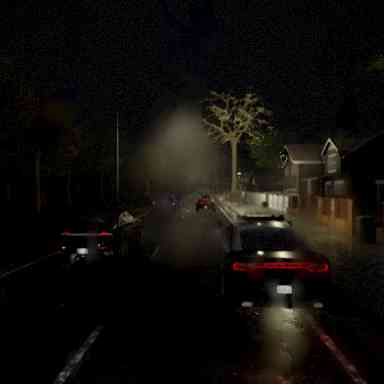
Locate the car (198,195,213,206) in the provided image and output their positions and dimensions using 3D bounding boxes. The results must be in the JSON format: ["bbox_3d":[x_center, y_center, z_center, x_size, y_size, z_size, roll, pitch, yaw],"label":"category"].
[{"bbox_3d":[1.847,1.106,45.388,1.994,1.385,4.181,0,1,1],"label":"car"}]

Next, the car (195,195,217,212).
[{"bbox_3d":[1.418,1.161,33.861,1.837,1.490,4.892,0,1,3],"label":"car"}]

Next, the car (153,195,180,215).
[{"bbox_3d":[-2.208,1.046,29.549,2.097,1.767,4.553,0,1,2],"label":"car"}]

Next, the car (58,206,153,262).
[{"bbox_3d":[-2.900,1.366,11.538,2.128,1.511,4.902,0,1,2],"label":"car"}]

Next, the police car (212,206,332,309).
[{"bbox_3d":[1.591,1.342,7.954,1.930,1.638,5.238,0,1,2],"label":"police car"}]
